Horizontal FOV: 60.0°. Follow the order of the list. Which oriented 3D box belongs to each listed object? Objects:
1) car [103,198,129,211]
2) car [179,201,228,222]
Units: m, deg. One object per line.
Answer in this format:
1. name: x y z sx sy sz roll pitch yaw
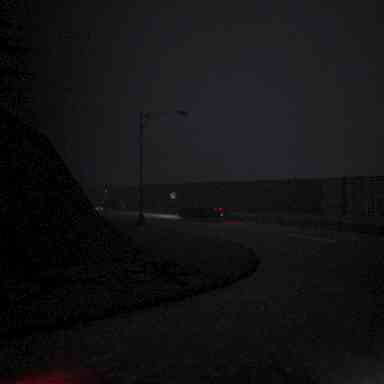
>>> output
1. car: -9.338 1.469 40.709 2.128 1.511 4.902 0 0 -36
2. car: 0.803 1.469 26.514 2.128 1.511 4.902 0 0 -36
